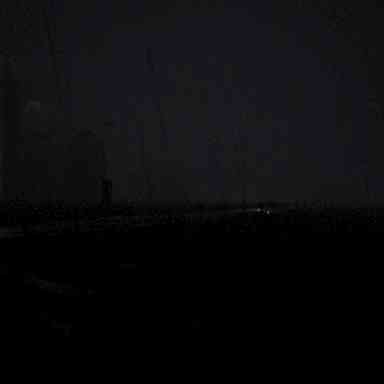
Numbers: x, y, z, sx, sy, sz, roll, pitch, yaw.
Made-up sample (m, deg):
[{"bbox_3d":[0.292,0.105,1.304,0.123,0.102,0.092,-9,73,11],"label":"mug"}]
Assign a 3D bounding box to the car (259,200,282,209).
[{"bbox_3d":[12.106,1.865,51.361,1.895,1.301,4.718,2,0,36],"label":"car"}]
